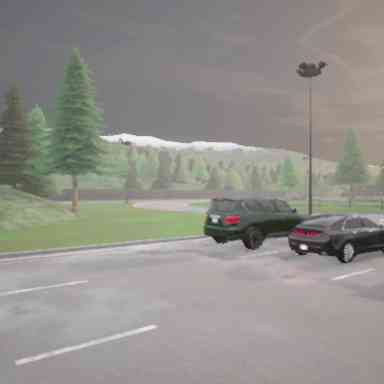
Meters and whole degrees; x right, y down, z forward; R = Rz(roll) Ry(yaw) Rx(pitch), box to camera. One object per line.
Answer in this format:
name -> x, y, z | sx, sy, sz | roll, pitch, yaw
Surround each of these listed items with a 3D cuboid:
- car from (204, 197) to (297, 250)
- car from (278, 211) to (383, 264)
car -> 3.093, 1.244, 14.585 | 5.566, 2.045, 2.150 | 1, -1, -35
car -> 5.559, 1.533, 12.042 | 4.892, 1.490, 1.837 | 0, 0, -35
